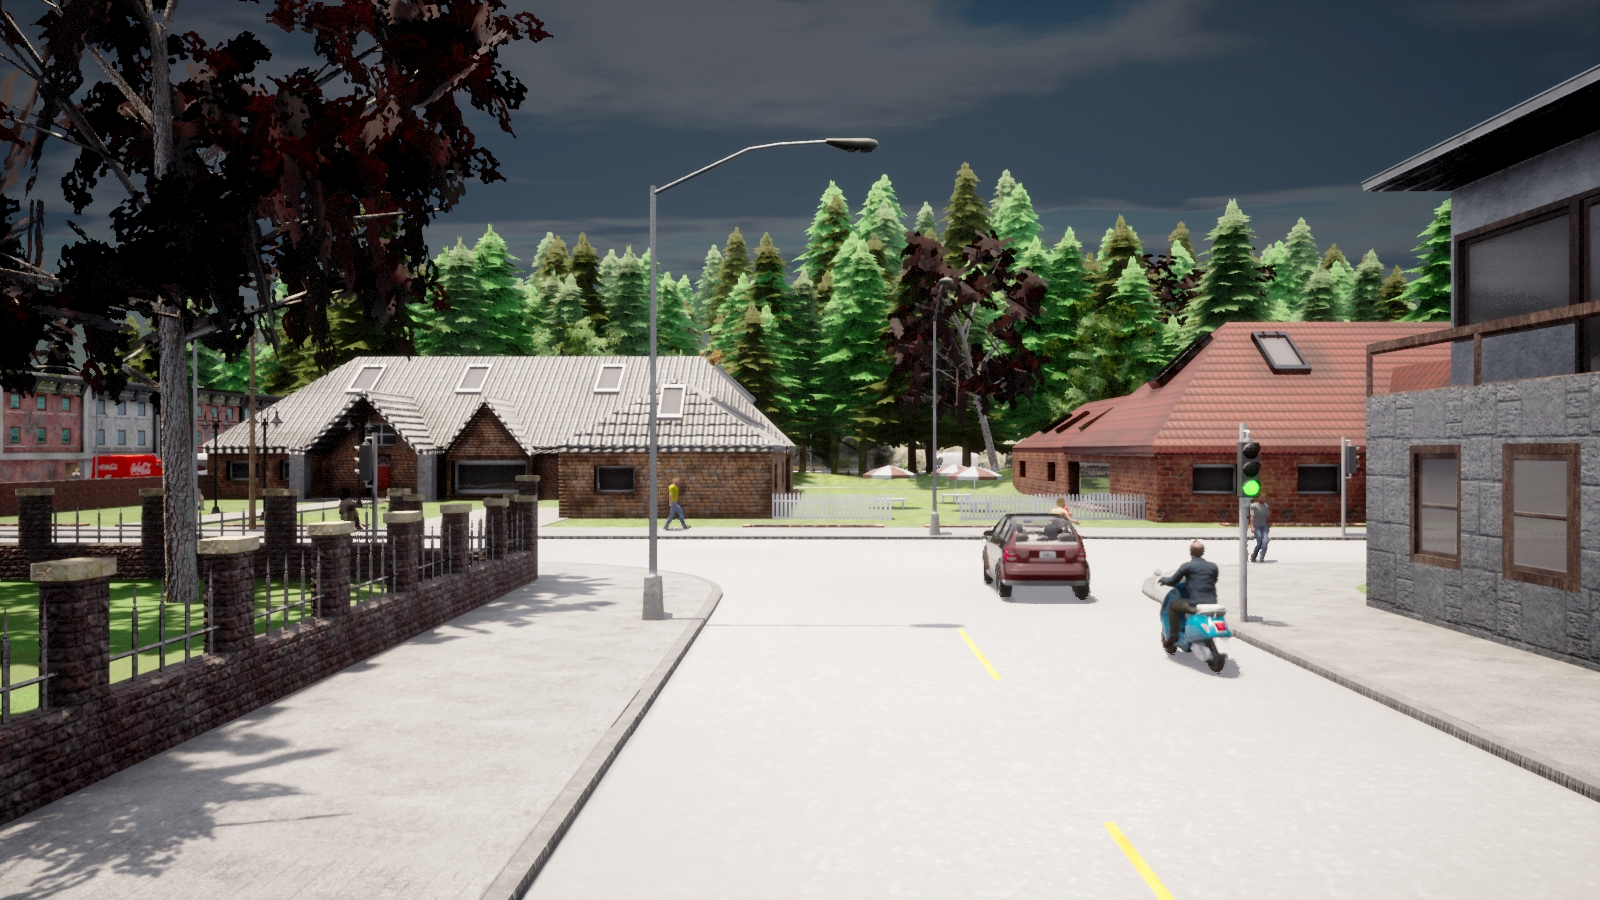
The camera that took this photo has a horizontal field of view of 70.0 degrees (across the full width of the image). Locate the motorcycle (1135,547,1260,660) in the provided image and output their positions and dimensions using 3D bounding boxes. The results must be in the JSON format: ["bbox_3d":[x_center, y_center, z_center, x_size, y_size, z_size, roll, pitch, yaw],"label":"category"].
[{"bbox_3d":[5.151,1.962,14.941,0.856,1.236,1.805,0,0,-6],"label":"motorcycle"}]

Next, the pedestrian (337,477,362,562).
[{"bbox_3d":[-9.917,1.523,25.154,0.375,1.860,0.375,0,0,4],"label":"pedestrian"}]

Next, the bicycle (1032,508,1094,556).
[{"bbox_3d":[6.570,2.036,28.501,0.859,1.080,1.487,0,0,44],"label":"bicycle"}]

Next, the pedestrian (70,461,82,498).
[{"bbox_3d":[-37.266,1.524,58.813,0.375,1.860,0.375,0,0,16],"label":"pedestrian"}]

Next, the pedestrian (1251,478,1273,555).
[{"bbox_3d":[11.340,1.629,28.068,0.375,1.860,0.375,0,0,-6],"label":"pedestrian"}]

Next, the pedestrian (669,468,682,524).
[{"bbox_3d":[-4.158,1.524,38.048,0.375,1.860,0.375,0,0,2],"label":"pedestrian"}]

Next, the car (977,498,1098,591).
[{"bbox_3d":[4.624,1.805,22.763,1.789,1.549,3.705,0,0,3],"label":"car"}]
